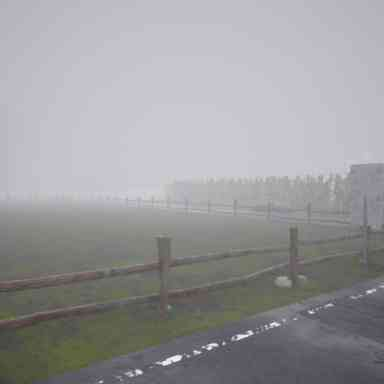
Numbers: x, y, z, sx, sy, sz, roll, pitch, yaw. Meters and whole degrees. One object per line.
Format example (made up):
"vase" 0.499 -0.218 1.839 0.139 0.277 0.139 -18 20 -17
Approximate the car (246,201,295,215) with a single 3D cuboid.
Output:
"car" 7.413 1.494 31.831 1.895 1.301 4.718 1 0 -34
